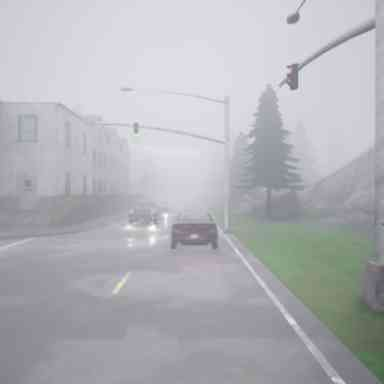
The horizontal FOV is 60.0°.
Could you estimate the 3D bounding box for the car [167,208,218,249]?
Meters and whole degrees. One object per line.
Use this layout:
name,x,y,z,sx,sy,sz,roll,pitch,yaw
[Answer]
car,0.091,1.527,14.935,1.882,1.535,5.008,0,0,0

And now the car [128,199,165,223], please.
car,-3.609,1.438,26.131,2.097,1.767,4.553,0,0,0

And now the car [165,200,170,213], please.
car,-3.611,1.653,38.749,1.812,1.442,4.674,0,0,0
